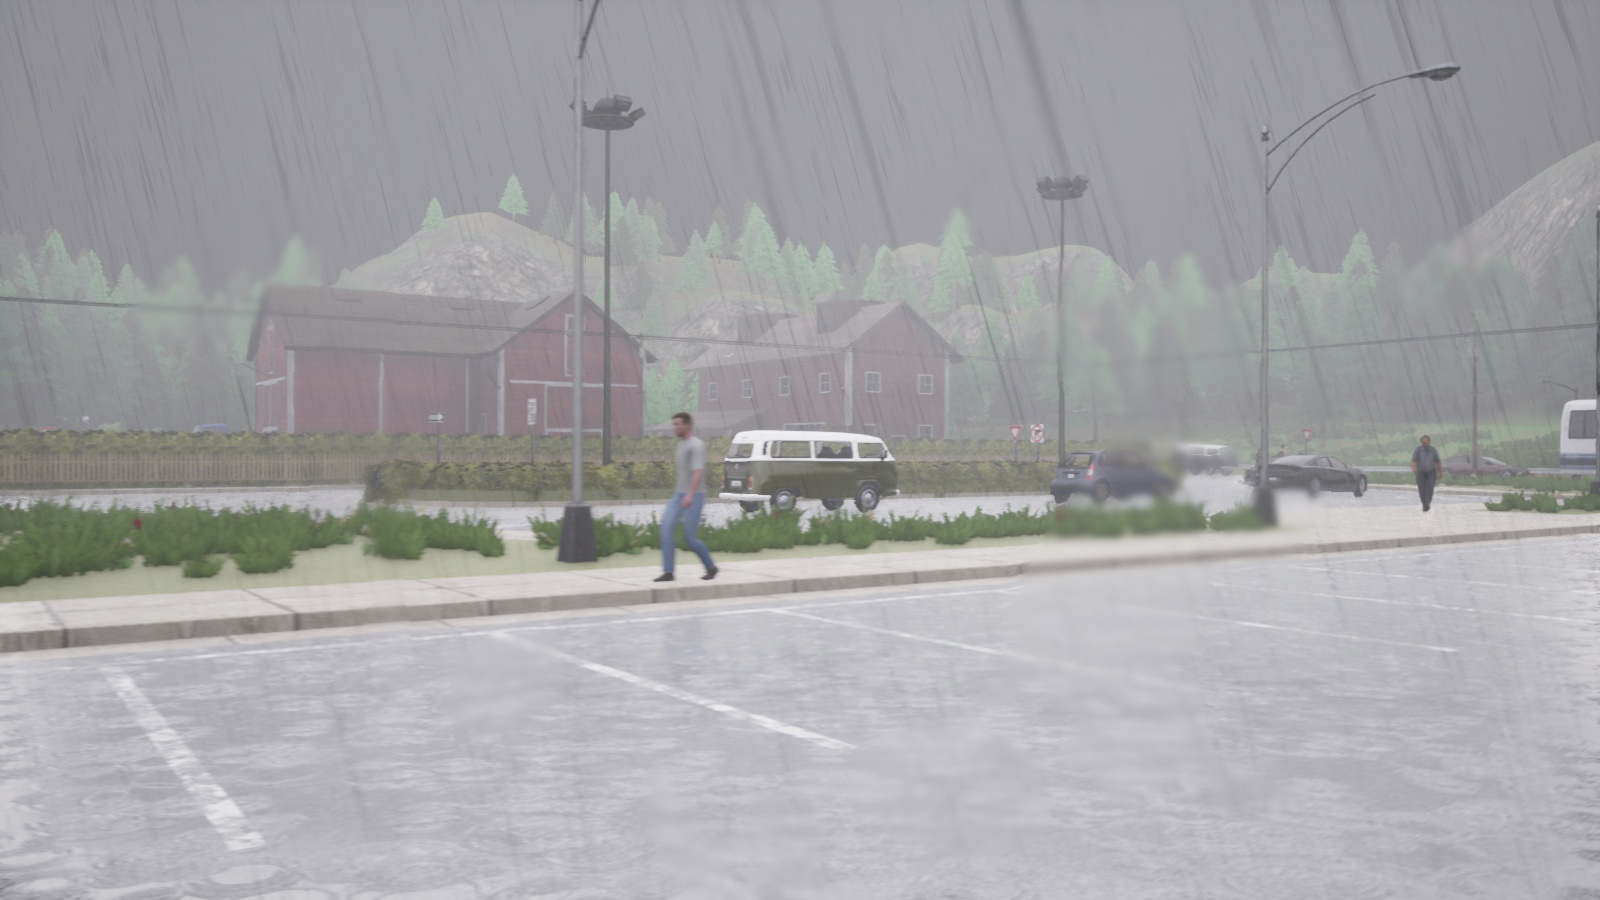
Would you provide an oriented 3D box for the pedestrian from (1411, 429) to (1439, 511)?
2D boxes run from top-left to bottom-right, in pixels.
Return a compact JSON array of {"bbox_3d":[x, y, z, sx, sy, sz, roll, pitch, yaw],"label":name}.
[{"bbox_3d":[14.340,0.450,28.796,0.540,1.848,0.694,0,0,29],"label":"pedestrian"}]

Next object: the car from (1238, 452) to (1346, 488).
[{"bbox_3d":[21.095,0.833,54.095,2.163,1.488,4.792,0,0,-10],"label":"car"}]

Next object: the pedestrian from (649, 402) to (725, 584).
[{"bbox_3d":[-1.175,0.435,13.064,0.706,1.836,0.354,0,0,-36],"label":"pedestrian"}]

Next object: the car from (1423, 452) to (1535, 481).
[{"bbox_3d":[36.150,0.832,66.937,2.163,1.488,4.792,0,0,-44],"label":"car"}]

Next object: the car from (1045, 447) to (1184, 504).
[{"bbox_3d":[9.416,0.715,37.518,3.988,1.617,1.851,0,0,-34],"label":"car"}]

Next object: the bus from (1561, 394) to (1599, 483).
[{"bbox_3d":[41.883,-0.577,58.504,3.944,4.253,10.273,0,0,-34],"label":"bus"}]

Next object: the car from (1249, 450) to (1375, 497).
[{"bbox_3d":[17.753,0.792,43.471,5.008,1.535,1.882,0,0,-39],"label":"car"}]

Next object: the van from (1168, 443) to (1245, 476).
[{"bbox_3d":[26.382,0.613,81.630,2.069,2.038,4.480,0,0,-34],"label":"van"}]

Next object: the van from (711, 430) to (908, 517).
[{"bbox_3d":[0.261,0.545,31.271,4.480,2.038,2.069,0,0,-33],"label":"van"}]
